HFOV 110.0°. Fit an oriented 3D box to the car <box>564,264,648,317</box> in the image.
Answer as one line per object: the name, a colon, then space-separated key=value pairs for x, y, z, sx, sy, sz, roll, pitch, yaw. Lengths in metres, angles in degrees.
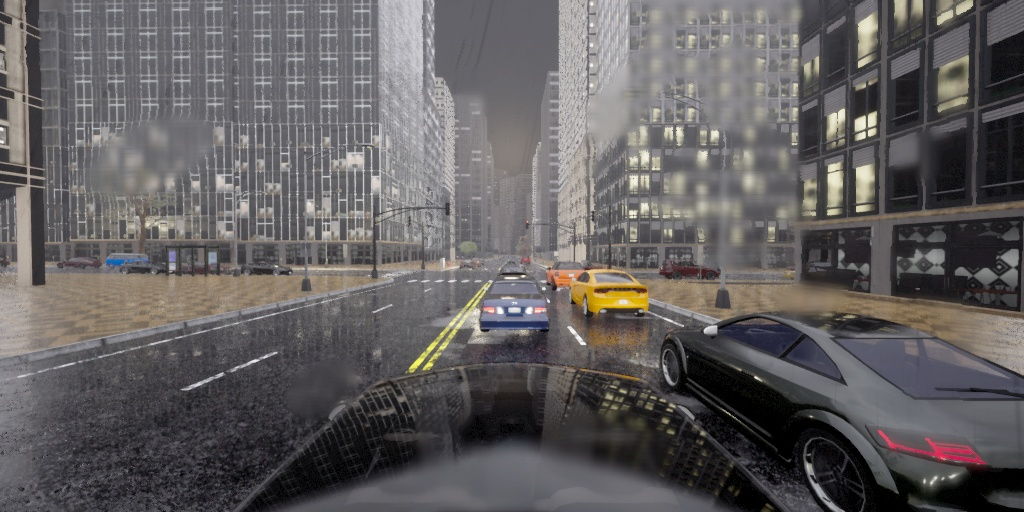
car: x=3.329 y=1.222 z=13.184 sx=1.882 sy=1.535 sz=5.008 roll=0 pitch=0 yaw=0

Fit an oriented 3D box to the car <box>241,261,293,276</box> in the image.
car: x=-22.789 y=1.172 z=33.346 sx=4.313 sy=1.339 sz=1.948 roll=0 pitch=0 yaw=1

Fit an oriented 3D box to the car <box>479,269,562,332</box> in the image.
car: x=0.084 y=1.293 z=10.778 sx=2.033 sy=1.411 sz=5.357 roll=0 pitch=0 yaw=1

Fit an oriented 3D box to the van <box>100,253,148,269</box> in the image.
van: x=-45.361 y=0.602 z=42.272 sx=3.998 sy=1.789 sz=1.690 roll=0 pitch=0 yaw=1

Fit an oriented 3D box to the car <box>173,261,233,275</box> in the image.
car: x=-28.473 y=1.136 z=33.469 sx=4.207 sy=1.307 sz=1.802 roll=0 pitch=0 yaw=1

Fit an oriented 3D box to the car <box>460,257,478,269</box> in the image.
car: x=-6.687 y=1.275 z=54.303 sx=1.994 sy=1.385 sz=4.181 roll=0 pitch=0 yaw=0

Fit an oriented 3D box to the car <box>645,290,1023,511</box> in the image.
car: x=3.340 y=1.313 z=4.099 sx=1.994 sy=1.385 sz=4.181 roll=0 pitch=0 yaw=0

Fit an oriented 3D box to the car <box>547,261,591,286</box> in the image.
car: x=3.313 y=1.091 z=22.189 sx=2.097 sy=1.767 sz=4.553 roll=0 pitch=0 yaw=0

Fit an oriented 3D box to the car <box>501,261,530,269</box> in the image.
car: x=0.066 y=1.231 z=20.530 sx=2.128 sy=1.511 sz=4.902 roll=0 pitch=0 yaw=0

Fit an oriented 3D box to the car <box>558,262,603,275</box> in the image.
car: x=7.616 y=1.368 z=39.773 sx=4.718 sy=1.301 sz=1.895 roll=1 pitch=1 yaw=19

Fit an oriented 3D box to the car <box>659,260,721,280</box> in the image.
car: x=16.137 y=1.267 z=32.890 sx=5.009 sy=1.841 sz=2.192 roll=0 pitch=0 yaw=1

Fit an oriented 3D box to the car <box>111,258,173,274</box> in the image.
car: x=-34.154 y=1.067 z=33.632 sx=4.313 sy=1.339 sz=1.948 roll=0 pitch=0 yaw=1

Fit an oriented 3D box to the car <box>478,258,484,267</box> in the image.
car: x=-6.675 y=1.051 z=64.304 sx=2.097 sy=1.767 sz=4.553 roll=0 pitch=0 yaw=0

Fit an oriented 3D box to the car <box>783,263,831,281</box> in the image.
car: x=27.586 y=1.577 z=32.714 sx=4.829 sy=1.417 sz=1.751 roll=0 pitch=0 yaw=1

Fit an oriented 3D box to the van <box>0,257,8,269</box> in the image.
van: x=-51.199 y=0.685 z=33.999 sx=3.998 sy=1.789 sz=1.690 roll=0 pitch=0 yaw=1

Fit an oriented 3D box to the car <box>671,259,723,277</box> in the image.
car: x=19.832 y=1.244 z=38.607 sx=4.553 sy=1.767 sz=2.097 roll=1 pitch=1 yaw=1

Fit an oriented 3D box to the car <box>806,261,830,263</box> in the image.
car: x=31.931 y=1.348 z=38.415 sx=4.553 sy=1.767 sz=2.097 roll=0 pitch=1 yaw=1
